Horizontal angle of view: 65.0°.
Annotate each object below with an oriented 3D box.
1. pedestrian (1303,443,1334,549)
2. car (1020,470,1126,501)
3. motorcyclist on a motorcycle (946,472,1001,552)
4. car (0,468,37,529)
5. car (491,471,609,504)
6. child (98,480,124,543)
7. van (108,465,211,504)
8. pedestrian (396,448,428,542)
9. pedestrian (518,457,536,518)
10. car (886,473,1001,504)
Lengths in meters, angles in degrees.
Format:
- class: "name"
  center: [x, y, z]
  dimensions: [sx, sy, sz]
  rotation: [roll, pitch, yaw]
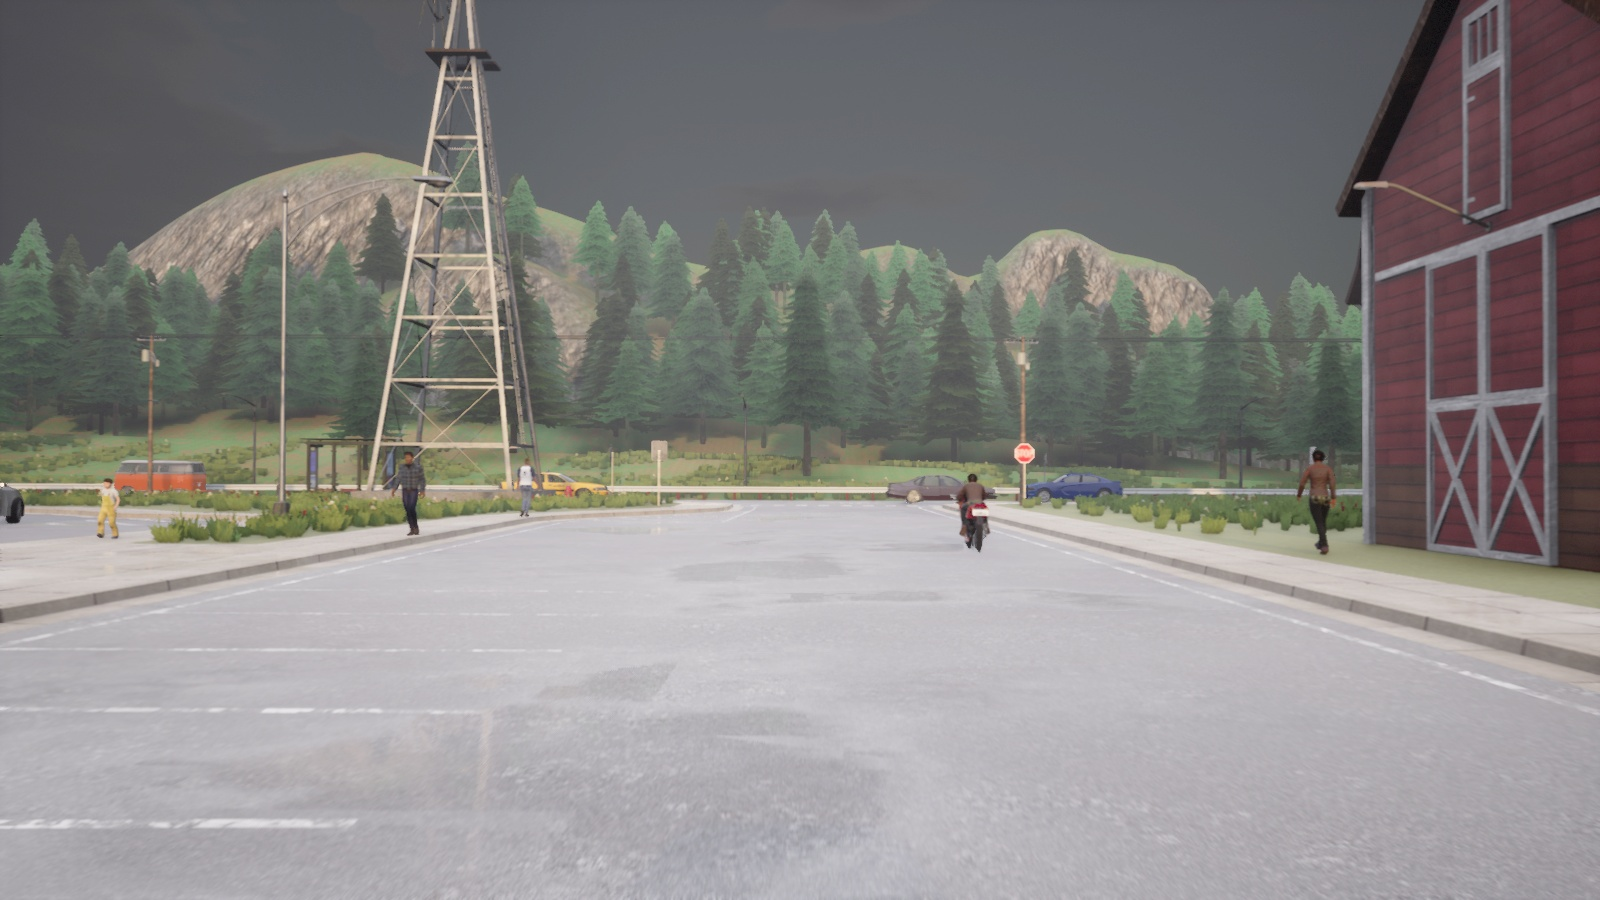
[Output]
- class: "pedestrian"
  center: [9.022, 0.795, 21.850]
  dimensions: [0.328, 1.805, 0.869]
  rotation: [0, -1, 12]
- class: "car"
  center: [13.924, 1.811, 64.186]
  dimensions: [5.008, 1.535, 1.882]
  rotation: [0, -1, 1]
- class: "motorcyclist on a motorcycle"
  center: [3.440, 1.202, 25.007]
  dimensions: [0.797, 1.523, 2.044]
  rotation: [0, -1, 0]
- class: "car"
  center: [-22.799, 1.312, 33.797]
  dimensions: [2.242, 1.667, 4.611]
  rotation: [0, -1, -9]
- class: "car"
  center: [-12.111, 1.825, 61.082]
  dimensions: [5.366, 1.575, 1.801]
  rotation: [0, -1, 1]
- class: "child"
  center: [-13.827, 1.227, 25.208]
  dimensions: [0.270, 1.263, 0.437]
  rotation: [0, -1, 2]
- class: "van"
  center: [-33.070, 1.788, 64.904]
  dimensions: [4.442, 1.987, 1.775]
  rotation: [0, -1, 1]
- class: "pedestrian"
  center: [-8.229, 0.949, 26.639]
  dimensions: [0.423, 1.949, 0.788]
  rotation: [0, -1, 0]
- class: "pedestrian"
  center: [-8.269, 1.139, 38.005]
  dimensions: [0.354, 1.836, 0.706]
  rotation: [0, -1, 4]
- class: "car"
  center: [6.887, 1.852, 60.792]
  dimensions: [5.357, 1.411, 2.033]
  rotation: [0, -1, 1]
